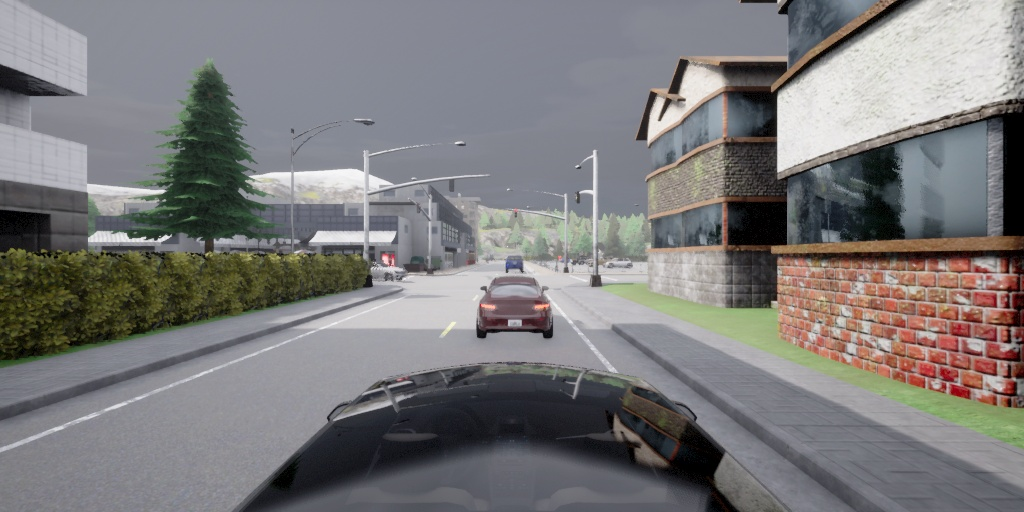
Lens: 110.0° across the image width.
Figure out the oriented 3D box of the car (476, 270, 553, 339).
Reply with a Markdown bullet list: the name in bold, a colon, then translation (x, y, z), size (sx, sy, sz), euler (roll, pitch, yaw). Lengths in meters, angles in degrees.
- **car**: translation (0.071, 1.276, 10.003), size (1.812, 1.442, 4.674), euler (0, 0, 0)

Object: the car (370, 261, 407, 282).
- **car**: translation (-10.118, 1.113, 26.441), size (4.674, 1.442, 1.812), euler (1, 0, 8)

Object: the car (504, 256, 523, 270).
- **car**: translation (0.255, 0.971, 45.137), size (2.150, 2.045, 5.566), euler (0, 0, -1)
